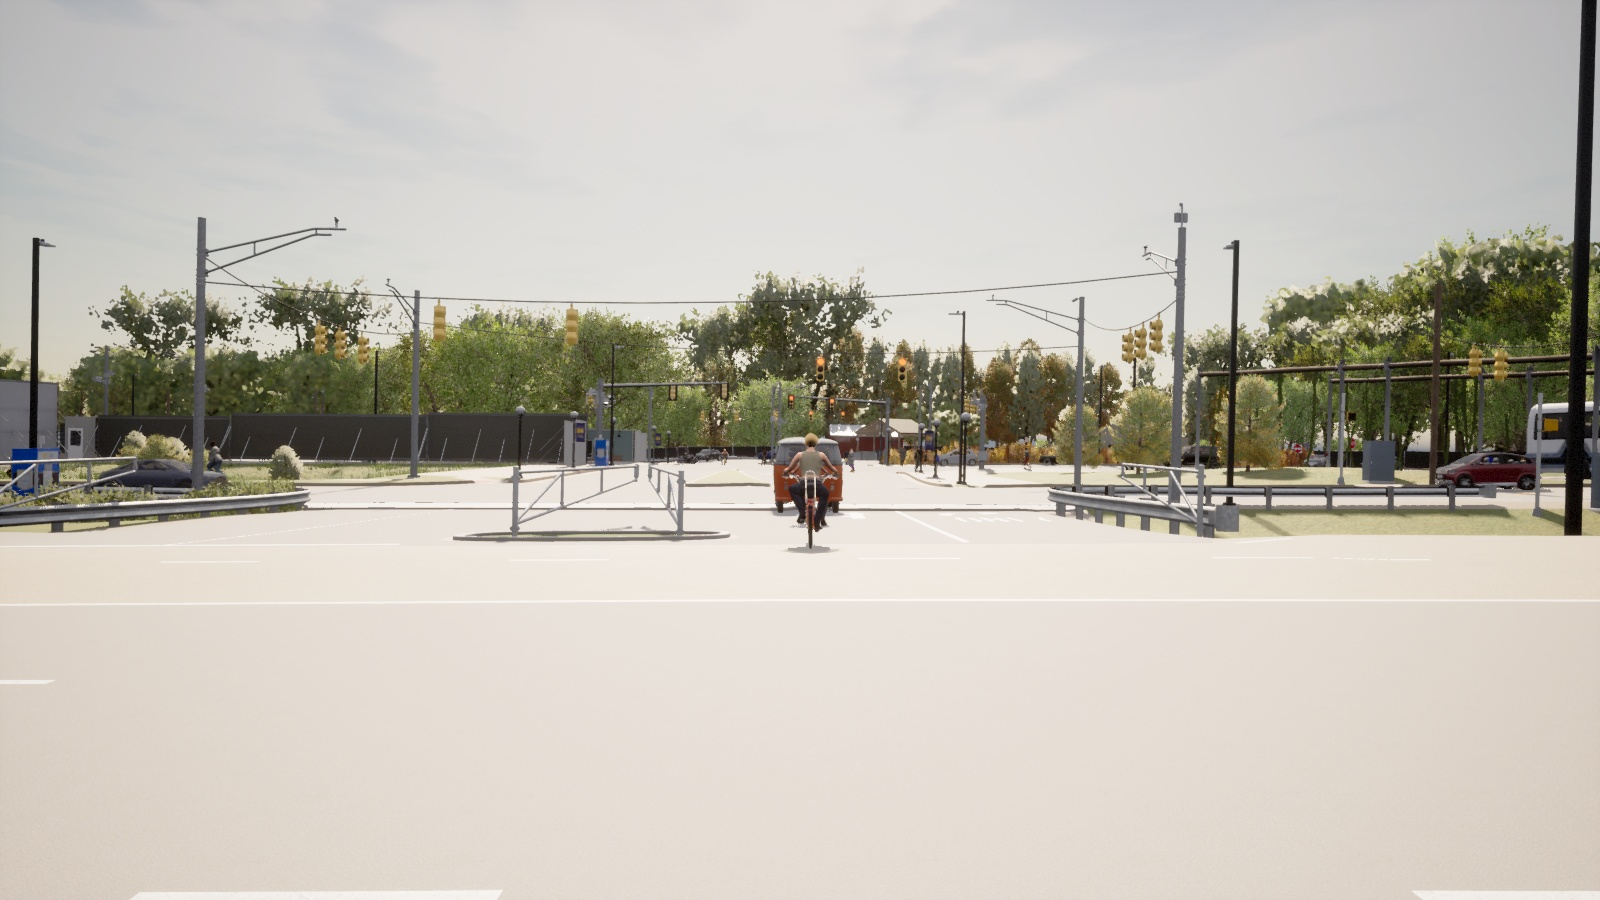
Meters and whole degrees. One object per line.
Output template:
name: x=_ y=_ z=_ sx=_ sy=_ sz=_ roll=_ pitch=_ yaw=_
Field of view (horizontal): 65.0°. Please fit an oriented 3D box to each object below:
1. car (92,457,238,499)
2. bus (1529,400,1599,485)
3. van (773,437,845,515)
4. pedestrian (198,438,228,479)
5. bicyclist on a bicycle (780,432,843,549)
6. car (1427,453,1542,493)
car: x=-22.482 y=0.974 z=44.591 sx=4.181 sy=1.385 sz=1.994 roll=0 pitch=1 yaw=0
bus: x=42.623 y=-0.377 z=62.807 sx=3.944 sy=4.253 sz=10.273 roll=1 pitch=-1 yaw=-25
van: x=0.182 y=0.643 z=34.256 sx=1.775 sy=1.987 sz=4.442 roll=0 pitch=1 yaw=-2
pedestrian: x=-26.974 y=0.402 z=57.727 sx=0.900 sy=1.855 sz=0.874 roll=1 pitch=1 yaw=1
bicyclist on a bicycle: x=0.171 y=0.575 z=18.036 sx=0.866 sy=1.612 sz=1.509 roll=0 pitch=-1 yaw=1
car: x=27.981 y=0.934 z=51.392 sx=3.705 sy=1.549 sz=1.789 roll=0 pitch=1 yaw=0
